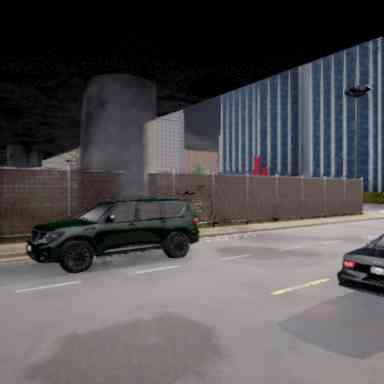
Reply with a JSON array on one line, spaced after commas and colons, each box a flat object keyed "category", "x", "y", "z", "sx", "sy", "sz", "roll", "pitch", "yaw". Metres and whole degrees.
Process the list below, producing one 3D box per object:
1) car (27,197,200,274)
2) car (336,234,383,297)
[{"category": "car", "x": -2.304, "y": 1.213, "z": 10.951, "sx": 5.566, "sy": 2.045, "sz": 2.150, "roll": 0, "pitch": 0, "yaw": -36}, {"category": "car", "x": 5.546, "y": 1.526, "z": 7.712, "sx": 5.357, "sy": 1.411, "sz": 2.033, "roll": 0, "pitch": 0, "yaw": -36}]
